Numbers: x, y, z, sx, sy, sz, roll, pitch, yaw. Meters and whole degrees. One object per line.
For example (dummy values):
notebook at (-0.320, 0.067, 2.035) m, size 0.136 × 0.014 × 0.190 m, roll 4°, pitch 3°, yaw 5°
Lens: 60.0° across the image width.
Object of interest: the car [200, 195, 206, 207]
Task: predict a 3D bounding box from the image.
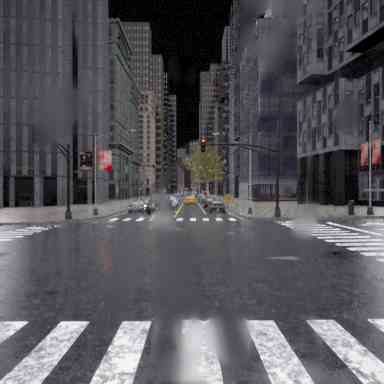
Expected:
car at (2.592, 1.553, 47.251) m, size 1.887 × 1.381 × 4.507 m, roll 0°, pitch 0°, yaw 0°

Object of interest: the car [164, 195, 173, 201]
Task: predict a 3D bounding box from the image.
car at (-6.199, 1.587, 88.353) m, size 2.008 × 1.369 × 4.403 m, roll 0°, pitch 0°, yaw 0°

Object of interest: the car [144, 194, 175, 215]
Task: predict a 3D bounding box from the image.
car at (-3.191, 1.228, 33.711) m, size 2.150 × 2.045 × 5.566 m, roll 0°, pitch 0°, yaw 0°

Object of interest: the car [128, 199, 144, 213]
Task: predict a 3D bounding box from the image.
car at (-5.863, 1.556, 36.311) m, size 2.008 × 1.369 × 4.403 m, roll 0°, pitch 0°, yaw 0°

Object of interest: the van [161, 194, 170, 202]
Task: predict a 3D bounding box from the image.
van at (-6.129, 1.368, 77.527) m, size 1.690 × 1.788 × 3.998 m, roll 0°, pitch 0°, yaw 0°

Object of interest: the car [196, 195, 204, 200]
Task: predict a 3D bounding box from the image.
car at (2.288, 1.593, 94.300) m, size 2.008 × 1.369 × 4.403 m, roll 0°, pitch 0°, yaw 0°

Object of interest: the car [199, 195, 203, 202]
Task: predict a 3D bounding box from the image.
car at (2.557, 1.562, 52.695) m, size 2.008 × 1.369 × 4.403 m, roll 0°, pitch 0°, yaw 0°

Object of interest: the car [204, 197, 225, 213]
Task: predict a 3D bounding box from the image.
car at (2.662, 1.556, 36.362) m, size 2.008 × 1.369 × 4.403 m, roll 0°, pitch 0°, yaw 0°

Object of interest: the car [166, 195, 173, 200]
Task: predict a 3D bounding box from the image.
car at (-6.233, 1.624, 93.766) m, size 1.802 × 1.307 × 4.206 m, roll 0°, pitch 0°, yaw 0°

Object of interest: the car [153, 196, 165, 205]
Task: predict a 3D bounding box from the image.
car at (-6.023, 1.541, 61.117) m, size 1.752 × 1.417 × 4.829 m, roll 0°, pitch 0°, yaw 0°

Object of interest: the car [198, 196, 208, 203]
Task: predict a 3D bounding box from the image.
car at (2.425, 1.589, 73.146) m, size 1.947 × 1.339 × 4.313 m, roll 0°, pitch 0°, yaw 0°

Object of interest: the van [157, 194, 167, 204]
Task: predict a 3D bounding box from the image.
van at (-6.059, 1.360, 66.700) m, size 1.690 × 1.788 × 3.998 m, roll 0°, pitch 0°, yaw 0°

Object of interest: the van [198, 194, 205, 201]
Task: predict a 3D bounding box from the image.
van at (2.356, 1.373, 83.723) m, size 1.690 × 1.788 × 3.998 m, roll 0°, pitch 0°, yaw 0°

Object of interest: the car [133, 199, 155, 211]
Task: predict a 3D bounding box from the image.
car at (-5.895, 1.557, 41.303) m, size 2.008 × 1.369 × 4.403 m, roll 0°, pitch 0°, yaw 0°

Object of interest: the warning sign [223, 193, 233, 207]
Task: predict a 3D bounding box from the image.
warning sign at (4.912, 1.123, 45.453) m, size 1.300 × 1.860 × 1.060 m, roll 0°, pitch 0°, yaw 0°

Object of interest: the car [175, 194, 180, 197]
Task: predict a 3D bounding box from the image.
car at (-3.301, 1.538, 54.617) m, size 1.812 × 1.442 × 4.674 m, roll 0°, pitch 0°, yaw 0°

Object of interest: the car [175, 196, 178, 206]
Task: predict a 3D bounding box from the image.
car at (-3.246, 1.608, 44.365) m, size 1.895 × 1.301 × 4.718 m, roll 0°, pitch 0°, yaw 0°

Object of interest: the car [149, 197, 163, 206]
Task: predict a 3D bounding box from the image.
car at (-5.989, 1.579, 55.874) m, size 1.947 × 1.339 × 4.313 m, roll 0°, pitch 0°, yaw 0°

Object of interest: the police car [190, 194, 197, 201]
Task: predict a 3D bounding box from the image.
police car at (0.452, 1.463, 90.537) m, size 1.930 × 1.638 × 5.238 m, roll 0°, pitch 0°, yaw 0°

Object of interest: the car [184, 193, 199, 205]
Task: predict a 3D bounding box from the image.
car at (-0.158, 1.494, 61.157) m, size 1.882 × 1.535 × 5.008 m, roll 0°, pitch -1°, yaw 0°
